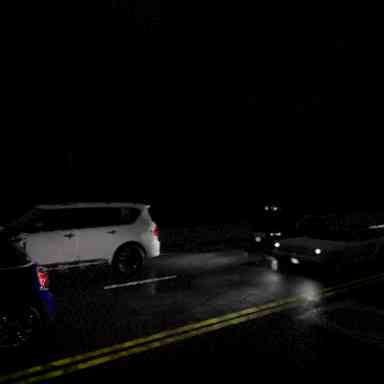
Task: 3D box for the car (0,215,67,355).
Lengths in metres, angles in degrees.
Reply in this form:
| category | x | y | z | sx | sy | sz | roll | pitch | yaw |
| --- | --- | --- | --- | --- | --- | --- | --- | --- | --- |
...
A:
| category | x | y | z | sx | sy | sz | roll | pitch | yaw |
| --- | --- | --- | --- | --- | --- | --- | --- | --- | --- |
| car | -4.393 | 1.359 | 4.510 | 4.553 | 1.767 | 2.097 | 1 | -1 | -36 |

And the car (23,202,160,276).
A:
| category | x | y | z | sx | sy | sz | roll | pitch | yaw |
| --- | --- | --- | --- | --- | --- | --- | --- | --- | --- |
| car | -3.557 | 1.292 | 9.131 | 5.566 | 2.045 | 2.150 | 1 | -1 | -36 |

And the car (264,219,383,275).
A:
| category | x | y | z | sx | sy | sz | roll | pitch | yaw |
| --- | --- | --- | --- | --- | --- | --- | --- | --- | --- |
| car | 4.857 | 1.781 | 11.206 | 4.718 | 1.301 | 1.895 | 1 | -1 | -36 |

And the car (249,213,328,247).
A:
| category | x | y | z | sx | sy | sz | roll | pitch | yaw |
| --- | --- | --- | --- | --- | --- | --- | --- | --- | --- |
| car | 4.706 | 1.716 | 15.101 | 4.902 | 1.511 | 2.128 | 1 | -1 | -36 |
